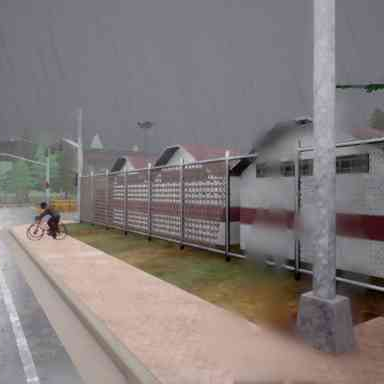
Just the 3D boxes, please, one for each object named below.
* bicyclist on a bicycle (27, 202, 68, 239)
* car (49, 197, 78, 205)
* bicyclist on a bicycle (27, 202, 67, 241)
[{"bbox_3d":[-6.782,1.301,15.612,1.656,1.620,0.582,0,0,-39],"label":"bicyclist on a bicycle"},{"bbox_3d":[-19.429,1.504,50.149,4.892,1.490,1.837,0,0,-35],"label":"car"},{"bbox_3d":[-6.268,1.301,14.392,1.656,1.620,0.582,0,0,-14],"label":"bicyclist on a bicycle"}]
